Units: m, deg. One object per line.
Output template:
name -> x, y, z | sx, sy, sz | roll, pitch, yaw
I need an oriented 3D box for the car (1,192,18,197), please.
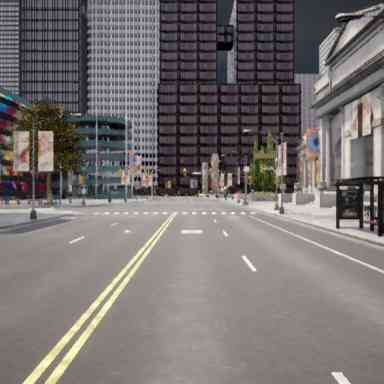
car -> -46.031, 1.282, 81.377 | 4.674, 1.452, 2.002 | 0, 0, 0
